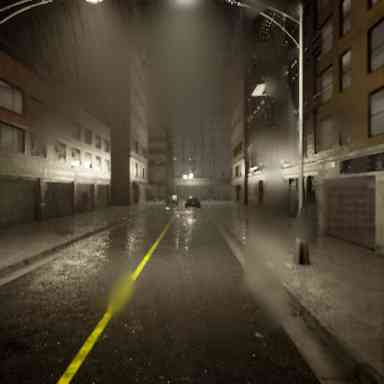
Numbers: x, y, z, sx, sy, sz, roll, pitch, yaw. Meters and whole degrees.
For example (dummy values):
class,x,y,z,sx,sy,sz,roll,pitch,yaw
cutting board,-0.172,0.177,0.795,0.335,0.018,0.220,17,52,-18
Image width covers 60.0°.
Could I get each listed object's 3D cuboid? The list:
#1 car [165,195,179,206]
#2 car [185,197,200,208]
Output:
class,x,y,z,sx,sy,sz,roll,pitch,yaw
car,-3.016,1.261,50.772,2.128,1.511,4.902,0,0,0
car,0.107,1.353,44.165,1.994,1.385,4.181,0,0,0
